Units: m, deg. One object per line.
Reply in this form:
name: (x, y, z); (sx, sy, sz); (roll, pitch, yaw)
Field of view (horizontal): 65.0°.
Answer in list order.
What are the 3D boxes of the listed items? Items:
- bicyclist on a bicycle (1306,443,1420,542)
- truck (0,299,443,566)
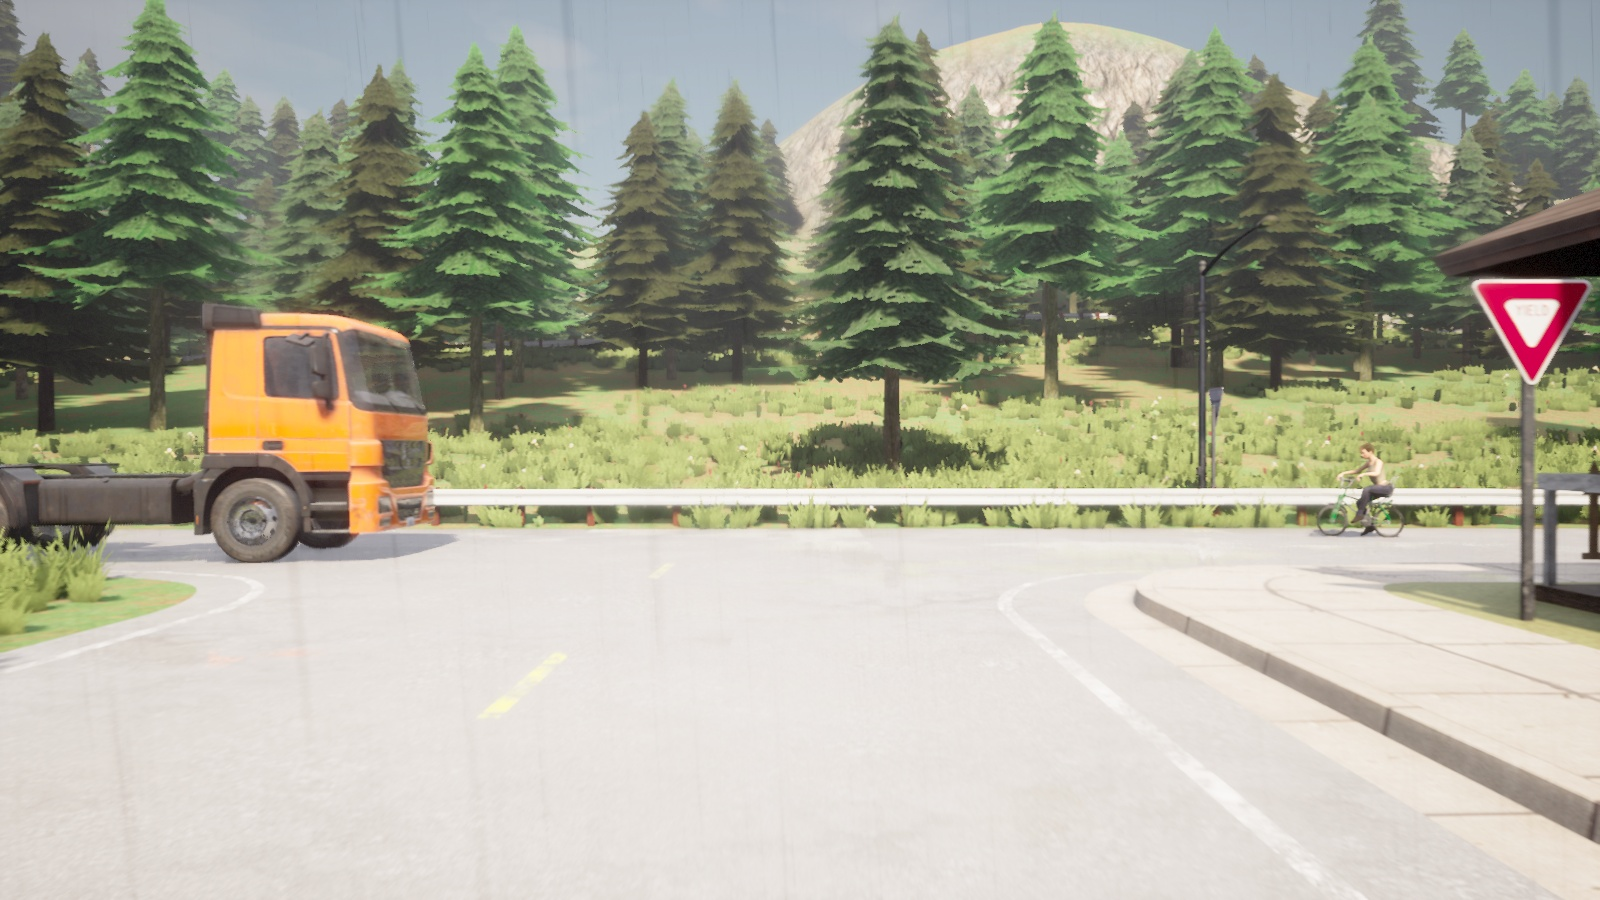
bicyclist on a bicycle: (9.541, 0.703, 21.319); (1.509, 1.612, 0.866); (1, 0, 0)
truck: (-9.478, -0.222, 17.903); (7.936, 3.462, 2.891); (0, 0, 0)
